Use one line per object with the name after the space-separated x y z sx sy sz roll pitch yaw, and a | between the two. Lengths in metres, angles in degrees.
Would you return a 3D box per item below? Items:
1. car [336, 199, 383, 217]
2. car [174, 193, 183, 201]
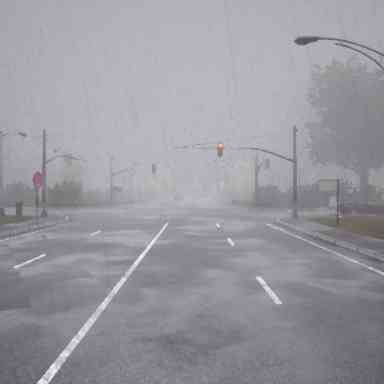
16.140 1.412 30.923 5.008 1.535 1.882 0 0 3 | car
-3.494 1.216 87.488 2.150 2.045 5.566 0 0 0 | car
